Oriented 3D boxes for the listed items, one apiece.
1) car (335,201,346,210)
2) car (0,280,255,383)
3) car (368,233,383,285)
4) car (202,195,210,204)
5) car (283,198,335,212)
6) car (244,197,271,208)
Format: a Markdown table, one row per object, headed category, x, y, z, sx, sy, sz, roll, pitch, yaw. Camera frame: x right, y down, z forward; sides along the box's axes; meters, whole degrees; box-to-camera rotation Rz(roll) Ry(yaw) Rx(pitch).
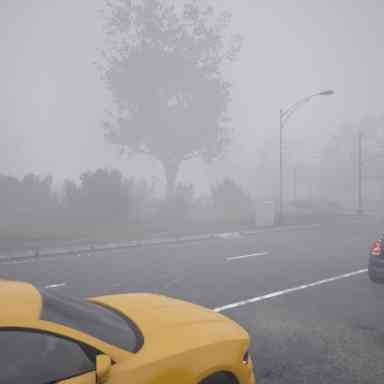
| category | x | y | z | sx | sy | sz | roll | pitch | yaw |
| --- | --- | --- | --- | --- | --- | --- | --- | --- | --- |
| car | 16.615 | 1.492 | 41.225 | 2.128 | 1.511 | 4.902 | 0 | 0 | -32 |
| car | -1.684 | 1.478 | 2.548 | 5.008 | 1.535 | 1.882 | 0 | 0 | -35 |
| car | 6.435 | 1.352 | 8.310 | 4.553 | 1.767 | 2.097 | 0 | 0 | -35 |
| car | 3.815 | 1.291 | 61.160 | 2.097 | 1.767 | 4.553 | 0 | 0 | -34 |
| car | 13.717 | 1.492 | 39.257 | 2.128 | 1.511 | 4.902 | 0 | 0 | -32 |
| car | 8.665 | 1.482 | 47.252 | 2.128 | 1.511 | 4.902 | 0 | 0 | -32 |
